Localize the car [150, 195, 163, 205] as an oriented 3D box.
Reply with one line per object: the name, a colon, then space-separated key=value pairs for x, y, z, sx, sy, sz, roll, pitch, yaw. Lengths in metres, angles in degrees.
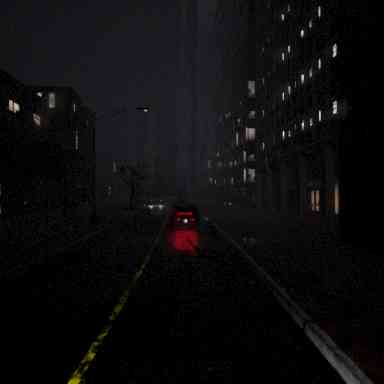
car: x=-6.062 y=1.318 z=56.170 sx=2.097 sy=1.767 sz=4.553 roll=0 pitch=0 yaw=-6

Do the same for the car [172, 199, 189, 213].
car: x=-1.394 y=1.515 z=37.569 sx=1.812 sy=1.442 sz=4.674 roll=0 pitch=0 yaw=-4

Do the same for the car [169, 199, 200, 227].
car: x=-0.496 y=1.504 z=22.926 sx=1.837 sy=1.490 sz=4.892 roll=0 pitch=0 yaw=-2
